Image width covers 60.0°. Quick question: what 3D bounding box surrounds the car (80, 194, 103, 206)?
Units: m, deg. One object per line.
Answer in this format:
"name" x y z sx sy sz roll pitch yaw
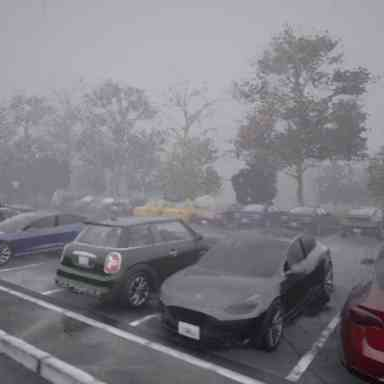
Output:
"car" -6.872 1.147 28.831 2.002 1.452 4.674 2 1 36

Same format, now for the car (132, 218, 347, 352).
"car" 1.363 1.553 6.644 2.163 1.488 4.792 1 0 36

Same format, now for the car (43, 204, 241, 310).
"car" -0.892 1.370 8.279 2.185 1.767 4.553 1 0 36

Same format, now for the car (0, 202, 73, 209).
"car" -7.642 1.354 13.213 2.231 1.521 4.892 2 1 36

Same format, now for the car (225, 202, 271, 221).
"car" 4.405 1.450 20.630 2.097 1.535 5.008 1 1 36

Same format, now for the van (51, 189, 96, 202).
"van" -11.355 0.696 31.927 1.878 1.987 4.442 2 2 36

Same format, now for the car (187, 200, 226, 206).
"car" 2.132 1.434 22.251 2.163 1.488 4.792 2 1 36

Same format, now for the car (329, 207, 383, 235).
"car" 9.022 1.520 17.275 2.231 1.521 4.892 1 1 36

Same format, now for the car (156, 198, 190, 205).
"car" 0.111 1.345 23.985 1.946 1.575 5.366 2 1 36

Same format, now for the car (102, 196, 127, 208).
"car" -4.502 1.229 27.141 2.163 1.488 4.792 2 1 36

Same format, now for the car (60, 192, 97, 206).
"car" -9.124 1.051 30.467 2.002 1.452 4.674 2 1 36

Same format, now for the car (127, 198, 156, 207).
"car" -2.150 1.275 25.627 1.946 1.575 5.366 2 1 36

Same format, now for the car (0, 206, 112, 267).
"car" -5.408 1.442 11.562 2.163 1.488 4.792 1 1 36

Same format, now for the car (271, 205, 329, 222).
"car" 6.662 1.489 18.991 2.097 1.535 5.008 1 1 36

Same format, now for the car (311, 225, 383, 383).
"car" 3.653 1.574 5.053 2.163 1.488 4.792 0 0 36
